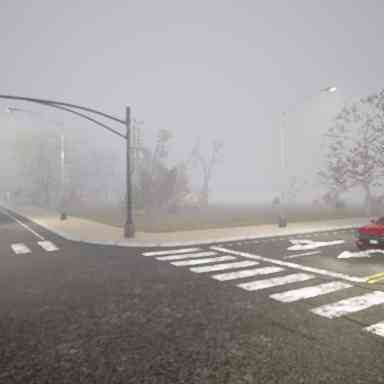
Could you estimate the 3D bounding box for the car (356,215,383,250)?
[{"bbox_3d":[8.617,1.541,13.476,5.008,1.535,1.882,0,0,-35],"label":"car"}]
